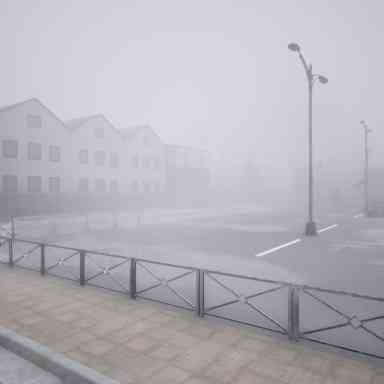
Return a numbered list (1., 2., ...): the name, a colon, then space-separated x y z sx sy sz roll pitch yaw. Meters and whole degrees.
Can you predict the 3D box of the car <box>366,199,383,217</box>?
1. car: 15.339 1.298 26.865 2.007 1.523 4.514 0 0 35
